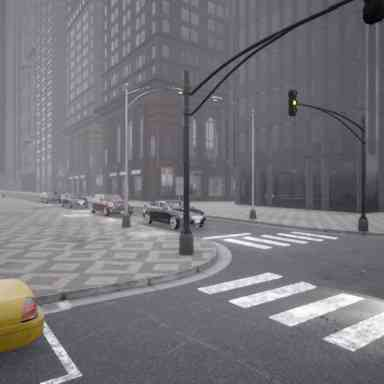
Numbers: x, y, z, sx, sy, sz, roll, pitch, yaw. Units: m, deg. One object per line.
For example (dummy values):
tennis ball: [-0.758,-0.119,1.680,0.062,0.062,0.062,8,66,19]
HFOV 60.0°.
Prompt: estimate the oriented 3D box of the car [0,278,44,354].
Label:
car: [-4.282,1.525,3.597,4.829,1.417,1.752,0,0,-35]

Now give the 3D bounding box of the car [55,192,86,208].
car: [-12.351,0.852,34.807,2.128,1.511,4.902,0,1,-36]

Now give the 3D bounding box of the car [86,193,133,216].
car: [-6.467,0.894,26.620,2.097,1.767,4.553,0,1,-35]

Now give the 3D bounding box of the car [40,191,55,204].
car: [-18.365,0.687,43.225,1.837,1.490,4.892,0,1,-35]

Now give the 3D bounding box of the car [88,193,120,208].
car: [-9.761,0.869,36.673,1.837,1.490,4.892,0,1,-36]

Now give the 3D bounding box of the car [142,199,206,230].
car: [-1.134,1.204,19.202,2.128,1.511,4.902,0,1,-36]
